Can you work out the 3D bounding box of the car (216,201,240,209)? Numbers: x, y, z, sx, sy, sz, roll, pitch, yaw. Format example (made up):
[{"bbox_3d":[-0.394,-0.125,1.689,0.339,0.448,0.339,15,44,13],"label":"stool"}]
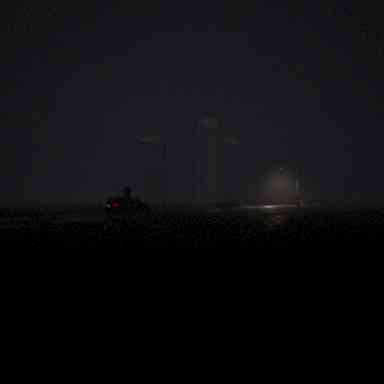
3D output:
[{"bbox_3d":[5.863,2.026,53.447,1.895,1.301,4.718,0,0,36],"label":"car"}]

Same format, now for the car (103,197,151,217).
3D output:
[{"bbox_3d":[-6.865,1.533,35.632,2.150,2.045,5.566,0,0,36],"label":"car"}]
